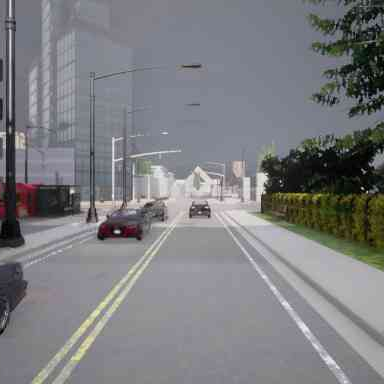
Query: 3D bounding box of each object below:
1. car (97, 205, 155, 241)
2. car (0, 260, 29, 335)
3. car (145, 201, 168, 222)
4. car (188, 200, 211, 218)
[{"bbox_3d":[-3.265,1.564,16.685,1.994,1.385,4.181,0,0,1],"label":"car"},{"bbox_3d":[-3.774,1.557,3.803,2.033,1.411,5.357,0,0,-4],"label":"car"},{"bbox_3d":[-2.962,1.507,26.539,1.837,1.490,4.892,0,0,1],"label":"car"},{"bbox_3d":[0.710,1.491,29.816,2.128,1.511,4.902,0,0,1],"label":"car"}]
